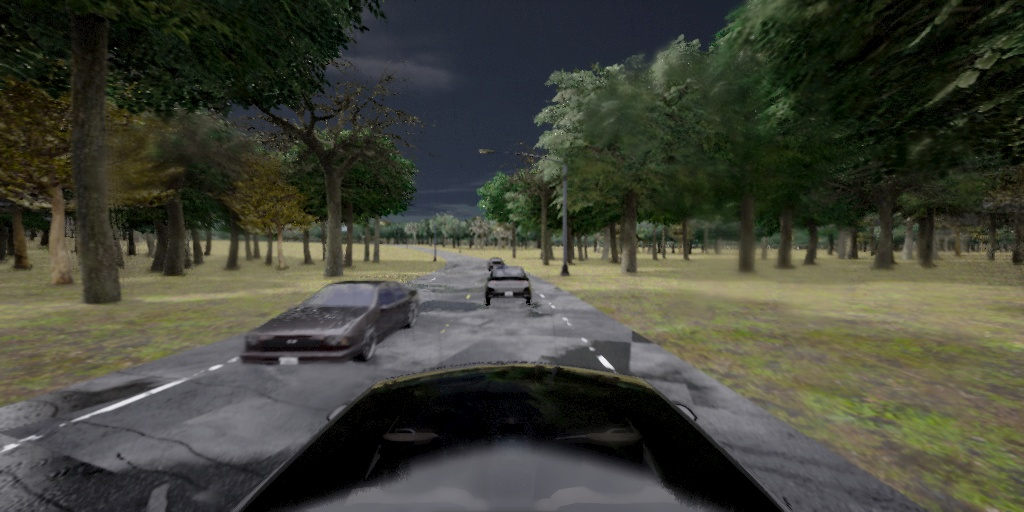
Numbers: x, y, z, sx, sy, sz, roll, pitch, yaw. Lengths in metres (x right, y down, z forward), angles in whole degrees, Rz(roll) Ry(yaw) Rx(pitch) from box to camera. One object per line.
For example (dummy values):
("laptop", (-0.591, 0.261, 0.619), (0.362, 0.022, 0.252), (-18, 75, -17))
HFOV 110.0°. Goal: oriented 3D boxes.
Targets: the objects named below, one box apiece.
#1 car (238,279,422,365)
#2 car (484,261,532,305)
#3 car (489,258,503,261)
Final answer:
("car", (-3.550, 1.272, 8.358), (2.033, 1.411, 5.357), (0, 0, 0))
("car", (-0.197, 1.163, 15.643), (2.128, 1.511, 4.902), (0, 1, -2))
("car", (-1.893, 0.939, 41.264), (1.837, 1.490, 4.892), (0, 1, -5))
